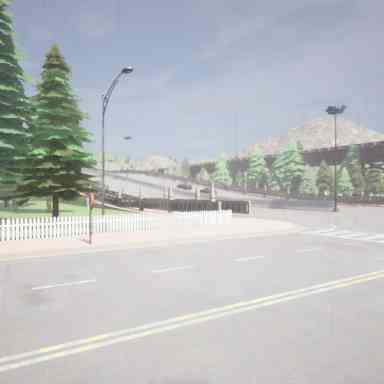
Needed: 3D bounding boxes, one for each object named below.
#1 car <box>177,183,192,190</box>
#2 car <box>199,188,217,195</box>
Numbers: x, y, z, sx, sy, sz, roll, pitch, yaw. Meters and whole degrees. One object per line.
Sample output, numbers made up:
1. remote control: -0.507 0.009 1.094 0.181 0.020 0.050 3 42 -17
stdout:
1. car: -1.795 -1.377 78.239 2.128 1.511 4.902 0 7 -34
2. car: 3.467 -0.204 70.502 1.812 1.442 4.674 0 7 -34
